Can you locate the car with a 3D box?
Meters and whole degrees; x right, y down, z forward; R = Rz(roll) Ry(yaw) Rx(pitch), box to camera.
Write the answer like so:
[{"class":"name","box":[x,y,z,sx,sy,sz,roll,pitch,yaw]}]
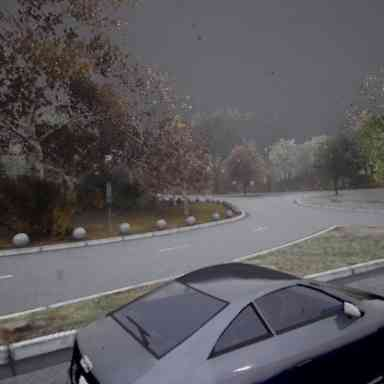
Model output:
[{"class":"car","box":[0.805,1.558,3.824,4.181,1.385,1.994,0,0,-33]}]
